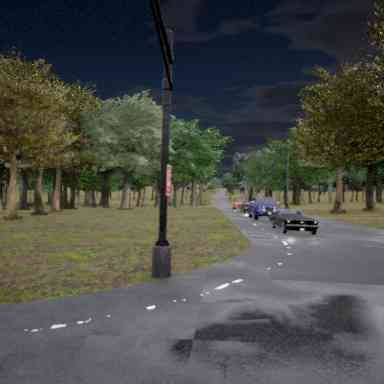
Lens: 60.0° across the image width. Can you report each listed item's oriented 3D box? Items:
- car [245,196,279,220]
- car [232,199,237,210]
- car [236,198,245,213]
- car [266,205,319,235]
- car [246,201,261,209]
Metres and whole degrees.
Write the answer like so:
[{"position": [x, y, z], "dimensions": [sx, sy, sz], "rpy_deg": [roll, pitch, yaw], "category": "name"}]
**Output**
[{"position": [6.438, 1.400, 29.886], "dimensions": [2.150, 2.045, 5.566], "rpy_deg": [2, 0, 2], "category": "car"}, {"position": [7.315, 1.775, 50.434], "dimensions": [2.097, 1.767, 4.553], "rpy_deg": [2, -1, 2], "category": "car"}, {"position": [6.905, 1.819, 40.147], "dimensions": [2.033, 1.411, 5.357], "rpy_deg": [2, -1, 2], "category": "car"}, {"position": [6.012, 1.709, 20.029], "dimensions": [1.895, 1.301, 4.718], "rpy_deg": [2, 0, 2], "category": "car"}, {"position": [11.211, 2.364, 60.739], "dimensions": [1.895, 1.301, 4.718], "rpy_deg": [2, -1, 2], "category": "car"}]
